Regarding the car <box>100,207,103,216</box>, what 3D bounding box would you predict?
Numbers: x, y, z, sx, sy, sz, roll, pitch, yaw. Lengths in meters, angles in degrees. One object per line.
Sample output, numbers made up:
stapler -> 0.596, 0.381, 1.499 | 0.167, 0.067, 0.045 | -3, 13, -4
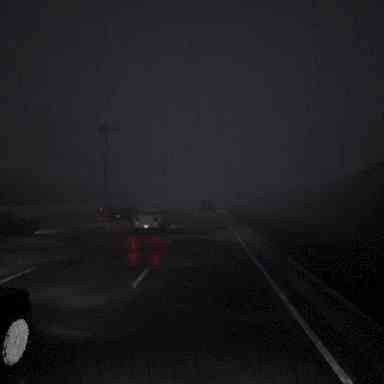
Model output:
car -> -8.847, 1.906, 37.107 | 1.812, 1.442, 4.674 | 0, -1, 3

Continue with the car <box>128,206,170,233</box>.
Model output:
car -> -2.518, 1.751, 21.290 | 1.812, 1.442, 4.674 | 0, -1, 2

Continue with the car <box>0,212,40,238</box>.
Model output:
car -> -9.732, 1.704, 16.641 | 2.033, 1.411, 5.357 | 0, -1, 2

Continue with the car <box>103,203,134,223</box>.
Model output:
car -> -5.707, 1.774, 28.565 | 1.882, 1.535, 5.008 | 0, -1, 2

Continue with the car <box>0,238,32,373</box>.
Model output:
car -> -3.202, 1.500, 2.695 | 1.882, 1.535, 5.008 | 0, -1, 1

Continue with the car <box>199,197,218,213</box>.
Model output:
car -> 1.949, 1.828, 43.381 | 2.097, 1.767, 4.553 | 0, -1, 3
